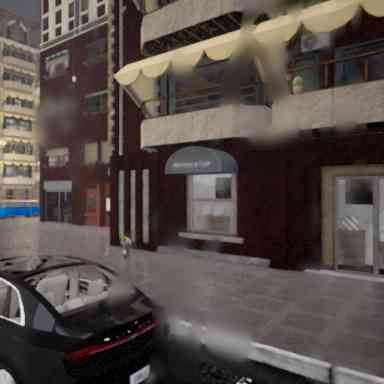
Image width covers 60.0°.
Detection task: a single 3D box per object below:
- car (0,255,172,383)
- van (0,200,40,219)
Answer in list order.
[{"bbox_3d":[-2.281,1.549,4.499,4.403,1.369,2.008,0,0,35],"label":"car"},{"bbox_3d":[-16.562,1.696,32.157,1.690,1.788,3.998,-1,-2,35],"label":"van"}]
